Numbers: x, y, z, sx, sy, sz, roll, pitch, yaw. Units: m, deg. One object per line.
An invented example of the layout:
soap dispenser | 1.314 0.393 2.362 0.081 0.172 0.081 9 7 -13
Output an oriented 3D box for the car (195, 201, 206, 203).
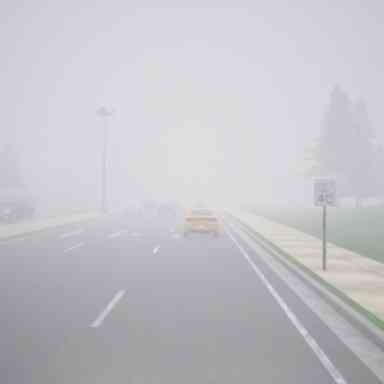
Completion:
car | 1.126 1.897 43.960 1.812 1.442 4.674 0 0 1

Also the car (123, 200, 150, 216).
car | -6.118 1.771 35.740 1.812 1.442 4.674 0 0 2

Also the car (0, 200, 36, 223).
car | -14.478 1.455 26.640 2.097 1.767 4.553 0 0 2

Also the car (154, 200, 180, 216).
car | -2.612 1.800 35.862 1.812 1.442 4.674 0 0 2

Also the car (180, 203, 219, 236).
car | 0.533 1.643 19.508 1.882 1.535 5.008 0 0 1

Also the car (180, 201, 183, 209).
car | -2.374 1.867 47.737 2.128 1.511 4.902 0 0 1

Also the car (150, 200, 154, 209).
car | -5.889 1.848 47.189 1.837 1.490 4.892 0 0 1
